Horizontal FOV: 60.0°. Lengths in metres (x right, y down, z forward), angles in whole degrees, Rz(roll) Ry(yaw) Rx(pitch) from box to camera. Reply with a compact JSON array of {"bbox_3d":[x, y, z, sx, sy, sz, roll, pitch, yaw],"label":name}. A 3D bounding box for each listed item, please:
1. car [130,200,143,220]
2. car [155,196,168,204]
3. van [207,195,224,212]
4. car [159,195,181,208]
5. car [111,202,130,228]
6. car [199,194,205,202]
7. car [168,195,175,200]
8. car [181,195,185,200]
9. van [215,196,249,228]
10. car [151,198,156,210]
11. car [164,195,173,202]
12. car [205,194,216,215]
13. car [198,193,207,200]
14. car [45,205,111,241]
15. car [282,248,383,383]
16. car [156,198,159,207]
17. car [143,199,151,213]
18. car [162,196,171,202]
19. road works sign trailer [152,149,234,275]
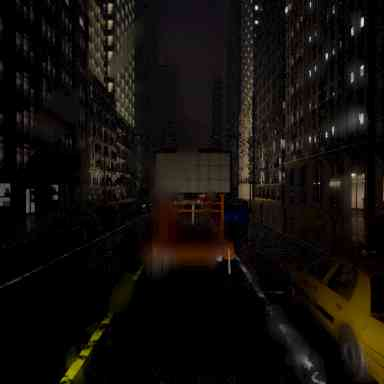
[{"bbox_3d":[-5.648,1.538,27.789,1.887,1.381,4.507,-1,0,0],"label":"car"},{"bbox_3d":[-5.583,1.536,61.890,2.008,1.369,4.403,-1,0,0],"label":"car"},{"bbox_3d":[2.752,1.332,39.140,1.690,1.788,3.998,-1,0,0],"label":"van"},{"bbox_3d":[-3.001,1.341,46.846,2.097,1.767,4.553,0,0,0],"label":"car"},{"bbox_3d":[-5.658,1.561,22.105,1.947,1.339,4.313,-1,0,0],"label":"car"},{"bbox_3d":[2.797,1.536,61.874,2.008,1.369,4.403,-1,0,0],"label":"car"},{"bbox_3d":[-5.530,1.502,90.139,1.752,1.417,4.829,-1,0,0],"label":"car"},{"bbox_3d":[-2.832,1.524,90.445,2.033,1.411,5.357,0,0,0],"label":"car"},{"bbox_3d":[2.720,1.336,22.089,1.690,1.788,3.998,-1,0,0],"label":"van"},{"bbox_3d":[-5.626,1.573,39.156,1.802,1.307,4.206,-1,0,0],"label":"car"},{"bbox_3d":[-5.552,1.420,78.941,1.967,1.590,4.097,-1,0,0],"label":"car"},{"bbox_3d":[2.741,1.307,33.457,2.192,1.841,5.009,-1,0,0],"label":"car"},{"bbox_3d":[2.849,1.291,90.293,2.192,1.841,5.009,-1,0,0],"label":"car"},{"bbox_3d":[-5.669,1.547,16.421,2.008,1.369,4.403,-1,0,0],"label":"car"},{"bbox_3d":[2.690,1.524,5.208,1.752,1.417,4.829,-1,0,0],"label":"car"},{"bbox_3d":[-5.605,1.539,50.523,2.008,1.369,4.403,-1,0,0],"label":"car"},{"bbox_3d":[-5.638,1.543,33.472,2.008,1.369,4.403,-1,0,0],"label":"car"},{"bbox_3d":[-5.562,1.564,73.258,1.802,1.307,4.206,-1,0,0],"label":"car"},{"bbox_3d":[0.033,0.462,10.460,2.380,3.560,2.880,0,0,0],"label":"road works sign trailer"}]
